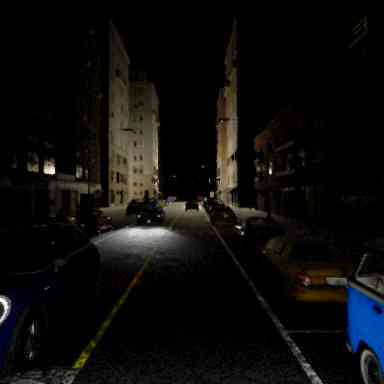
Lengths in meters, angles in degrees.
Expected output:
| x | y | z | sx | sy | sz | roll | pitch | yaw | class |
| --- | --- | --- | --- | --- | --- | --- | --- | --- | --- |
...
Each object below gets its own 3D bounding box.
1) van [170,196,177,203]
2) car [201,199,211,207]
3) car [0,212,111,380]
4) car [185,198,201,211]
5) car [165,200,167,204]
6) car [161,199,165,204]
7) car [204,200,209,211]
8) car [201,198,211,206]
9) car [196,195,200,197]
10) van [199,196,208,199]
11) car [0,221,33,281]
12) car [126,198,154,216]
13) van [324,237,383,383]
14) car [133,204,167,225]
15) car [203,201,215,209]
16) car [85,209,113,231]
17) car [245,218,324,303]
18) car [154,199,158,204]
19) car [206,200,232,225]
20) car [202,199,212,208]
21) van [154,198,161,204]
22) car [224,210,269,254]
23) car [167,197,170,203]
| x | y | z | sx | sy | sz | roll | pitch | yaw | class |
| --- | --- | --- | --- | --- | --- | --- | --- | --- | --- |
| -5.868 | 2.122 | 92.042 | 1.690 | 1.788 | 3.998 | 0 | 0 | 0 | van |
| 2.660 | 2.096 | 65.035 | 1.752 | 1.417 | 4.829 | 0 | 0 | 0 | car |
| -3.070 | 1.406 | 5.701 | 2.097 | 1.767 | 4.553 | 0 | -1 | 0 | car |
| 0.029 | 1.955 | 47.641 | 1.812 | 1.442 | 4.674 | 0 | 0 | 1 | car |
| -5.865 | 2.049 | 59.009 | 1.752 | 1.417 | 4.829 | 0 | 0 | 0 | car |
| -5.864 | 2.003 | 53.340 | 1.752 | 1.417 | 4.829 | 0 | 0 | 0 | car |
| 2.663 | 1.896 | 36.518 | 1.947 | 1.339 | 4.313 | 0 | -1 | 0 | car |
| 2.662 | 1.982 | 47.855 | 2.008 | 1.369 | 4.403 | 0 | 0 | 0 | car |
| 2.658 | 2.221 | 92.060 | 1.967 | 1.590 | 4.097 | 0 | 0 | 0 | car |
| 2.661 | 1.866 | 59.197 | 1.690 | 1.788 | 3.998 | 0 | 0 | 0 | van |
| -5.859 | 1.600 | 7.995 | 1.752 | 1.417 | 4.829 | 0 | -1 | 0 | car |
| -5.862 | 1.645 | 36.508 | 2.192 | 1.841 | 5.009 | 0 | -1 | 0 | car |
| 2.666 | 1.366 | 2.505 | 1.690 | 1.788 | 3.998 | 0 | -1 | 0 | van |
| -3.103 | 1.839 | 26.146 | 1.895 | 1.301 | 4.718 | 0 | -1 | 0 | car |
| 2.662 | 2.061 | 53.525 | 1.802 | 1.307 | 4.206 | 0 | 0 | 0 | car |
| -5.860 | 1.723 | 19.501 | 1.887 | 1.381 | 4.507 | 0 | -1 | 0 | car |
| 2.666 | 1.603 | 8.342 | 1.752 | 1.417 | 4.829 | 0 | -1 | 0 | car |
| -5.863 | 1.931 | 42.173 | 2.008 | 1.369 | 4.403 | 0 | -1 | 0 | car |
| 2.347 | 1.694 | 26.012 | 1.801 | 1.575 | 5.366 | 0 | -1 | 0 | car |
| 2.662 | 1.947 | 42.187 | 1.947 | 1.339 | 4.313 | 0 | -1 | 0 | car |
| -5.864 | 1.772 | 47.843 | 1.690 | 1.788 | 3.998 | 0 | -1 | 0 | van |
| 2.666 | 1.679 | 13.842 | 2.008 | 1.369 | 4.403 | 0 | -1 | 0 | car |
| -5.865 | 2.120 | 64.846 | 2.008 | 1.369 | 4.403 | 0 | 0 | 0 | car |
